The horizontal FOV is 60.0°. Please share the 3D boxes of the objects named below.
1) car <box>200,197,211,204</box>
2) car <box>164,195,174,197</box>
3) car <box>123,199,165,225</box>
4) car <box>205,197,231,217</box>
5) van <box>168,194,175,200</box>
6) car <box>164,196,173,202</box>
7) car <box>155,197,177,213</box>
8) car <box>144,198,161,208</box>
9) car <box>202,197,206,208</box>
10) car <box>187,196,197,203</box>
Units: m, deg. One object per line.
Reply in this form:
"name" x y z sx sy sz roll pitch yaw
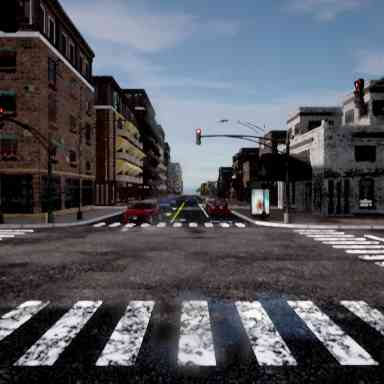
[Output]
"car" 2.559 1.614 66.006 2.008 1.369 4.403 -1 0 0
"car" -3.189 1.587 50.654 2.033 1.411 5.357 0 0 0
"car" -3.501 1.480 24.248 1.882 1.535 5.008 0 0 5
"car" 2.623 1.457 31.826 1.967 1.590 4.097 0 0 0
"van" -5.879 1.463 94.461 1.690 1.788 3.998 -1 0 0
"car" -5.855 1.621 82.897 1.752 1.417 4.829 -1 0 0
"car" -3.172 1.572 38.202 2.033 1.411 5.357 0 0 0
"car" -5.789 1.588 48.888 2.008 1.369 4.403 0 0 0
"car" 2.602 1.612 43.219 1.802 1.307 4.206 0 0 0
"car" -0.045 1.618 70.279 2.033 1.411 5.357 0 0 0
